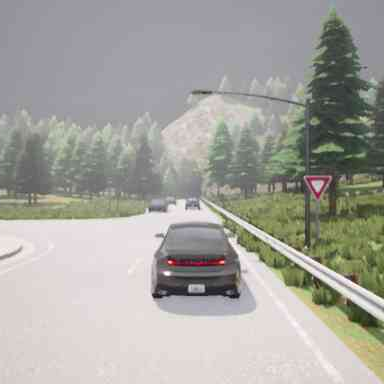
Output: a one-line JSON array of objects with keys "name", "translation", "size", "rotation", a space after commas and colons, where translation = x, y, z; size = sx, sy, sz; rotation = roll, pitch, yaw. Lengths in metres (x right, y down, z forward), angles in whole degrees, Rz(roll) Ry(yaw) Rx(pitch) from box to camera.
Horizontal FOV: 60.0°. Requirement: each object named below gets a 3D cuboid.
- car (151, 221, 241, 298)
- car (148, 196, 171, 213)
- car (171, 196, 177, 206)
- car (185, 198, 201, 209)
[{"name": "car", "translation": [0.084, 1.497, 8.440], "size": [1.837, 1.490, 4.892], "rotation": [0, 0, 0]}, {"name": "car", "translation": [-3.604, 1.446, 35.914], "size": [1.882, 1.535, 5.008], "rotation": [0, 0, 0]}, {"name": "car", "translation": [-3.577, 1.477, 55.515], "size": [1.812, 1.442, 4.674], "rotation": [0, 0, 0]}, {"name": "car", "translation": [0.090, 1.486, 44.457], "size": [1.812, 1.442, 4.674], "rotation": [0, 0, 0]}]
